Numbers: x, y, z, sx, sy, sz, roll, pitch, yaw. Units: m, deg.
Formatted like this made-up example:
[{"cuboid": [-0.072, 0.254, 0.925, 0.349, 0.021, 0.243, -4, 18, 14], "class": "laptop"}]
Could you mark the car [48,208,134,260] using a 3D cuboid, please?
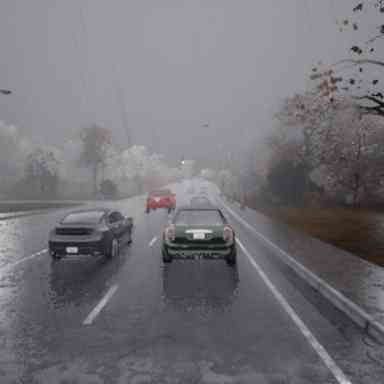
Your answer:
[{"cuboid": [-3.273, 1.318, 11.605, 1.837, 1.490, 4.892, 0, 1, 1], "class": "car"}]

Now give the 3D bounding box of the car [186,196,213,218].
[{"cuboid": [0.642, 1.121, 26.931, 2.033, 1.411, 5.357, 0, 1, 2], "class": "car"}]

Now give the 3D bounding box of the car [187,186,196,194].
[{"cuboid": [-0.452, -0.260, 87.172, 2.033, 1.411, 5.357, 0, 4, 2], "class": "car"}]

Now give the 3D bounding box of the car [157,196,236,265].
[{"cuboid": [0.223, 1.175, 11.135, 2.097, 1.767, 4.553, 0, 1, 1], "class": "car"}]

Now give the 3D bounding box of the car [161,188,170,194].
[{"cuboid": [-7.260, -0.395, 91.838, 1.895, 1.301, 4.718, 0, 4, 2], "class": "car"}]

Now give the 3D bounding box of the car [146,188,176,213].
[{"cuboid": [-2.747, 0.745, 30.000, 2.150, 2.045, 5.566, 0, 1, 2], "class": "car"}]

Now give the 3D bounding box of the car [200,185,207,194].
[{"cuboid": [3.044, -0.256, 87.024, 2.033, 1.411, 5.357, 0, 4, 2], "class": "car"}]
